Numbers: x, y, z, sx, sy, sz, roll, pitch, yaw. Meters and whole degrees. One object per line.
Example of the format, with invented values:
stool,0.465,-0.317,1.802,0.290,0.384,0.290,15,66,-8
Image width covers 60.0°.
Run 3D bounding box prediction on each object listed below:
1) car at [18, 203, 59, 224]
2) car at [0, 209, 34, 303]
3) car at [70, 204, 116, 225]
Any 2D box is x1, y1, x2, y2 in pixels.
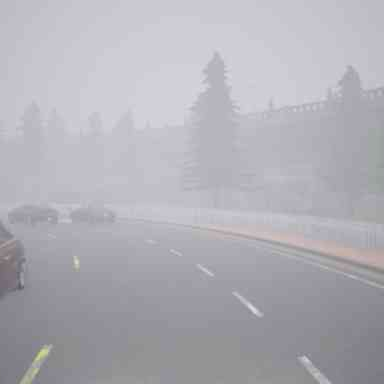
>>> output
car,-11.456,1.569,24.002,4.892,1.490,1.837,0,0,41
car,-4.527,1.374,5.886,2.097,1.767,4.553,0,0,-13
car,-7.446,1.611,24.837,1.994,1.385,4.181,0,0,-44
